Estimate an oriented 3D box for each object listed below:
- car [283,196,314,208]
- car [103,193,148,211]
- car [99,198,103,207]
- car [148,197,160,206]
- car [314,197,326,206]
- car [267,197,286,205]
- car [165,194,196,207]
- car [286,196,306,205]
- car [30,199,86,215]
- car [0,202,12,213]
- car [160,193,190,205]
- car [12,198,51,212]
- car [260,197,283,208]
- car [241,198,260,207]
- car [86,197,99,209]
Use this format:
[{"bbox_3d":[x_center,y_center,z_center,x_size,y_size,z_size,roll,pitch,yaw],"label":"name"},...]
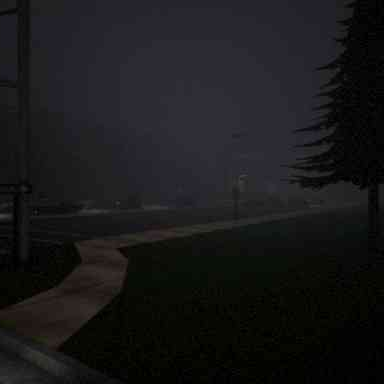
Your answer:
[{"bbox_3d":[15.183,1.487,47.431,2.128,1.511,4.902,0,0,35],"label":"car"},{"bbox_3d":[-8.083,1.343,40.605,2.097,1.767,4.553,0,0,35],"label":"car"},{"bbox_3d":[-9.338,1.215,44.917,2.150,2.045,5.566,0,0,35],"label":"car"},{"bbox_3d":[-5.518,1.537,56.438,2.033,1.411,5.357,0,0,35],"label":"car"},{"bbox_3d":[20.981,1.560,55.800,1.994,1.385,4.181,0,0,35],"label":"car"},{"bbox_3d":[15.240,1.558,59.806,1.994,1.385,4.181,0,0,35],"label":"car"},{"bbox_3d":[-1.341,1.484,50.213,2.128,1.511,4.902,0,0,35],"label":"car"},{"bbox_3d":[18.122,1.472,57.819,1.882,1.535,5.008,0,0,35],"label":"car"},{"bbox_3d":[-13.376,1.592,33.048,1.895,1.301,4.718,0,0,35],"label":"car"},{"bbox_3d":[-19.120,1.515,37.044,1.812,1.442,4.674,0,0,35],"label":"car"},{"bbox_3d":[-2.193,1.212,55.076,2.150,2.045,5.566,0,0,35],"label":"car"},{"bbox_3d":[-15.921,1.468,35.509,1.882,1.535,5.008,0,0,35],"label":"car"},{"bbox_3d":[12.336,1.472,49.467,1.882,1.535,5.008,0,0,35],"label":"car"},{"bbox_3d":[9.497,1.595,51.516,1.895,1.301,4.718,0,0,36],"label":"car"},{"bbox_3d":[-13.503,1.467,45.061,1.882,1.535,5.008,0,0,35],"label":"car"}]
